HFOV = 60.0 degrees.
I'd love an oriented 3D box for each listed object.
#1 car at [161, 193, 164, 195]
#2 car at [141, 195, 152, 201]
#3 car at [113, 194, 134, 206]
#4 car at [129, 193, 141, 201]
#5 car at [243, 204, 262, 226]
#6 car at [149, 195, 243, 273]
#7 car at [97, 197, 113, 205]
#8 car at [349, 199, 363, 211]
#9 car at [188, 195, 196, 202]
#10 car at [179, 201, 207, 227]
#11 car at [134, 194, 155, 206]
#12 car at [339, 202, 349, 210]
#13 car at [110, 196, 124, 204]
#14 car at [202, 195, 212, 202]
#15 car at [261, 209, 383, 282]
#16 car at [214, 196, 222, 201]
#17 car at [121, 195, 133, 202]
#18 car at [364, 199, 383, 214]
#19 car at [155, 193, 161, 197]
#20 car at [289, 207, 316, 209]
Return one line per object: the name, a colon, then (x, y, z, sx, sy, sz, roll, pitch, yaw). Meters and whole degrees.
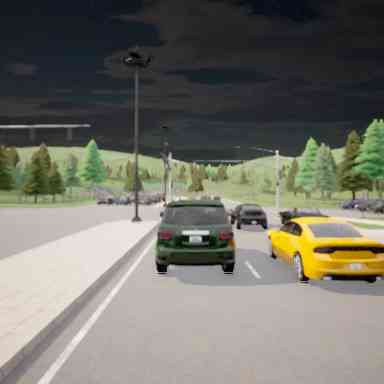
car: (-8.043, 1.589, 74.610, 1.994, 1.385, 4.181, 0, 0, 0)
car: (-11.547, 1.594, 84.644, 1.994, 1.385, 4.181, 0, 0, 0)
car: (-11.642, 1.553, 56.675, 1.812, 1.442, 4.674, 0, 0, 1)
car: (-15.038, 1.267, 87.706, 2.150, 2.045, 5.566, 0, 0, 0)
car: (3.589, 1.515, 21.612, 1.837, 1.490, 4.892, 0, 0, 0)
car: (0.091, 1.229, 10.811, 2.150, 2.045, 5.566, 0, 0, 0)
car: (-15.086, 1.592, 58.103, 1.994, 1.385, 4.181, 0, 0, 0)
car: (21.097, 1.509, 37.854, 4.902, 1.511, 2.128, 0, 0, 1)
car: (-0.047, 1.517, 80.934, 1.882, 1.535, 5.008, 0, 0, 0)
car: (0.001, 1.518, 23.887, 1.837, 1.490, 4.892, 0, 0, -1)
car: (-8.097, 1.519, 57.021, 2.128, 1.511, 4.902, 0, 0, 0)
car: (20.812, 1.545, 41.358, 4.674, 1.442, 1.812, 0, 0, 1)
car: (-15.038, 1.536, 66.776, 1.837, 1.490, 4.892, 0, 0, 0)
car: (3.456, 1.563, 78.189, 2.128, 1.511, 4.902, 0, 0, 0)
car: (3.592, 1.482, 9.775, 1.882, 1.535, 5.008, 0, 0, 0)
car: (6.990, 1.639, 90.903, 1.895, 1.301, 4.718, 0, 0, 1)
car: (-15.044, 1.516, 77.164, 1.882, 1.535, 5.008, 0, 0, 0)
car: (20.816, 1.368, 34.357, 4.553, 1.767, 2.097, 0, 0, 1)
car: (-8.038, 1.384, 66.101, 2.097, 1.767, 4.553, 0, 0, 0)
car: (7.089, 1.611, 21.637, 1.895, 1.301, 4.718, 0, 0, 0)
